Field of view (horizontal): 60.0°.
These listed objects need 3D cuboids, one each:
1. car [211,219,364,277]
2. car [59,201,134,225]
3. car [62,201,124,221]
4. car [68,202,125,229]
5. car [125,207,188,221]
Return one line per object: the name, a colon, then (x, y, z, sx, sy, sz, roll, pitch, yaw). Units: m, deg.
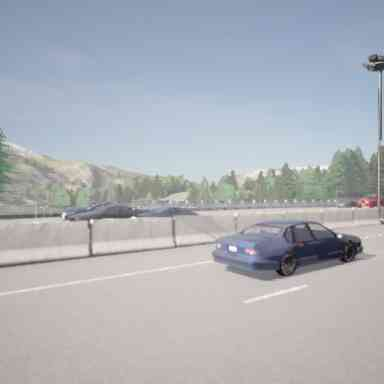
car: (3.123, 1.549, 10.273, 5.357, 1.411, 2.033, 0, 0, -35)
car: (-7.033, 1.492, 24.772, 4.902, 1.511, 2.128, 0, 0, -36)
car: (-8.333, 1.528, 28.141, 4.674, 1.442, 1.812, 0, 0, -35)
car: (-5.186, 1.549, 21.790, 5.357, 1.411, 2.033, 0, 0, -35)
car: (-1.554, 1.566, 20.079, 4.181, 1.385, 1.994, 0, 0, -35)
